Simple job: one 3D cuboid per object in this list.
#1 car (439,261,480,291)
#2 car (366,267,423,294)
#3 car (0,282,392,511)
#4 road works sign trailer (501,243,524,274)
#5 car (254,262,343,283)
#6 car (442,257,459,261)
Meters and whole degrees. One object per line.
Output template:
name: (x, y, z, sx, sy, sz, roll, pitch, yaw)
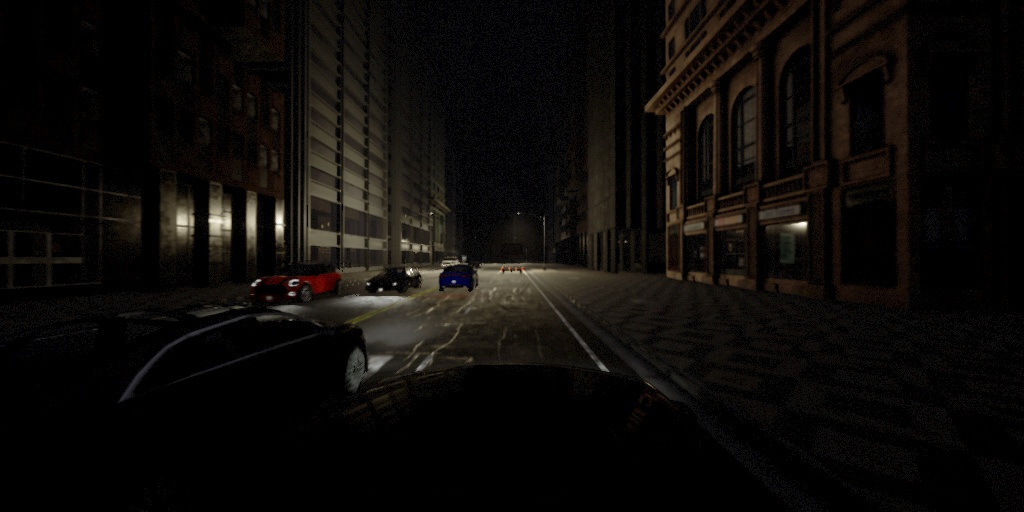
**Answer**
car: (-3.162, 1.256, 21.921, 1.882, 1.535, 5.008, 0, 0, 0)
car: (-6.601, 1.323, 20.682, 2.033, 1.411, 5.357, 0, 0, 0)
car: (-3.150, 1.242, 3.668, 2.128, 1.511, 4.902, 0, 0, 0)
road works sign trailer: (-0.003, 0.290, 40.969, 2.380, 3.560, 2.880, 0, 0, 0)
car: (-9.850, 1.120, 16.788, 2.097, 1.767, 4.553, 0, 0, 0)
car: (-9.807, 1.108, 57.195, 2.150, 2.045, 5.566, 0, 0, 1)
